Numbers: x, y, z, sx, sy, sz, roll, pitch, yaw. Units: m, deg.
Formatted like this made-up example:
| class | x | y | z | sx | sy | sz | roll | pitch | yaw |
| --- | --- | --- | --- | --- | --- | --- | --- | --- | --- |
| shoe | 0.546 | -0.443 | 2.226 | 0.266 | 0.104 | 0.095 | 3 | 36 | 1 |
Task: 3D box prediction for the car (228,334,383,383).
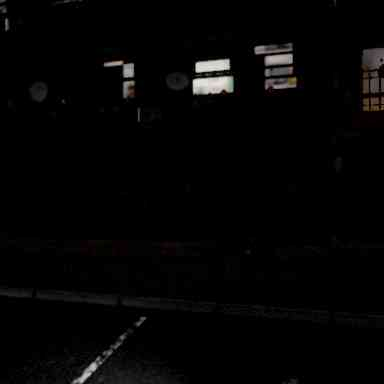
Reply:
| class | x | y | z | sx | sy | sz | roll | pitch | yaw |
| --- | --- | --- | --- | --- | --- | --- | --- | --- | --- |
| car | 2.565 | 1.517 | 1.974 | 4.892 | 1.490 | 1.837 | 0 | 0 | 11 |
